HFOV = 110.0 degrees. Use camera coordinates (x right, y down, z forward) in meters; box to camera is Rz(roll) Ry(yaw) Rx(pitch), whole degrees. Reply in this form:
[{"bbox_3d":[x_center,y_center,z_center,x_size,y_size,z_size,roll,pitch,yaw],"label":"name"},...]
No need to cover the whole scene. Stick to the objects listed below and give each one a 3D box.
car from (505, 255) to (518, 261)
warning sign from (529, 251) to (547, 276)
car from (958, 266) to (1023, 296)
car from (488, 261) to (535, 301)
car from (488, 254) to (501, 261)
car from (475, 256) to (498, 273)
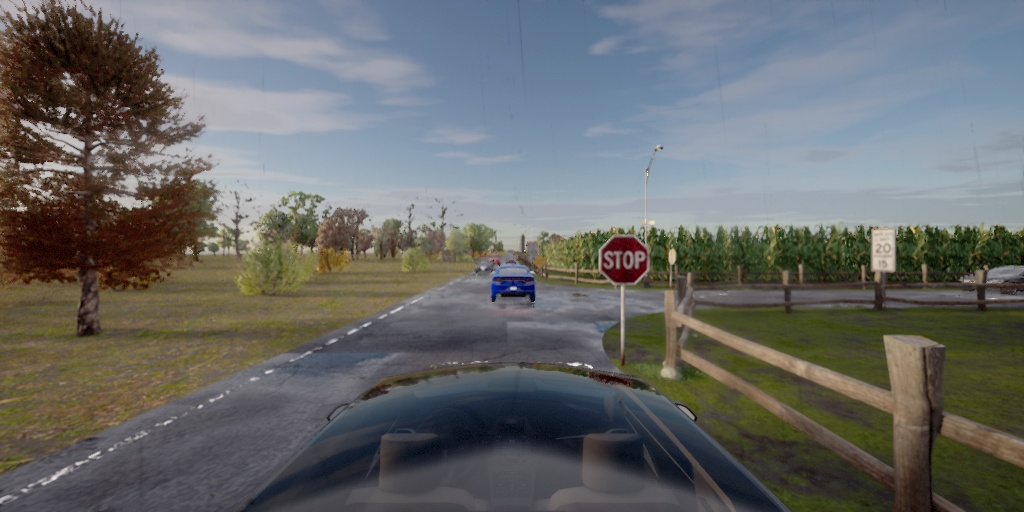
[{"bbox_3d":[-0.179,0.971,62.620,1.812,1.442,4.674,0,0,0],"label":"car"},{"bbox_3d":[2.365,0.737,30.602,1.300,1.860,1.060,0,0,0],"label":"warning sign"},{"bbox_3d":[26.109,1.236,18.567,4.674,1.442,1.812,0,0,-1],"label":"car"},{"bbox_3d":[0.050,1.162,17.014,1.882,1.535,5.008,0,0,0],"label":"car"},{"bbox_3d":[-2.979,0.696,58.038,2.150,2.045,5.566,0,0,0],"label":"car"},{"bbox_3d":[-2.953,1.071,39.321,2.128,1.511,4.902,0,0,0],"label":"car"}]
